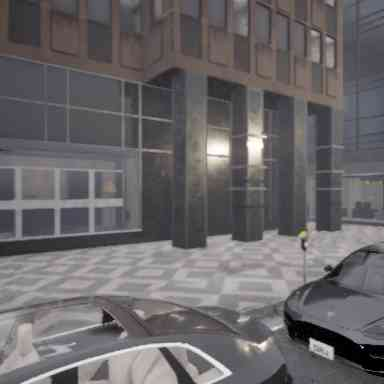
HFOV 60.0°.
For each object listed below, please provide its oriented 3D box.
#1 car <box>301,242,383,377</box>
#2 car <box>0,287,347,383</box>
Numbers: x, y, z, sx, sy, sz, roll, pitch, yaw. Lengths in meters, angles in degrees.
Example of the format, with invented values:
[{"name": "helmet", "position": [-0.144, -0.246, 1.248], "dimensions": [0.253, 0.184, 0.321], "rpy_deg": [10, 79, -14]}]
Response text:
[{"name": "car", "position": [3.367, 1.561, 5.358], "dimensions": [4.313, 1.339, 1.947], "rpy_deg": [0, 0, -35]}, {"name": "car", "position": [-1.201, 1.544, 2.116], "dimensions": [4.403, 1.369, 2.008], "rpy_deg": [0, 0, -35]}]
